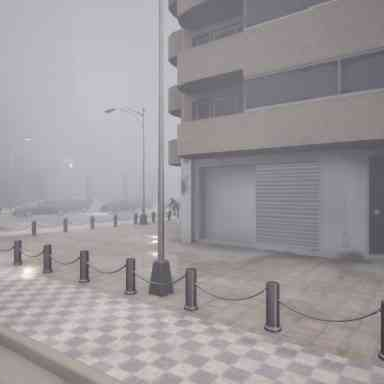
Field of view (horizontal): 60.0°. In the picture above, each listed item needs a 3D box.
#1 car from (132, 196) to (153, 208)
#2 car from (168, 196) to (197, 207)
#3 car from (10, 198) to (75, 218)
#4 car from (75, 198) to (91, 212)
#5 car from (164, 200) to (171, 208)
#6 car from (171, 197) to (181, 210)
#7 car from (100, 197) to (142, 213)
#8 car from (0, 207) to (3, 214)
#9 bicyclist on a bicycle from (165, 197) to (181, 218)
[{"bbox_3d":[-7.229,1.296,43.247,2.097,1.767,4.553,0,0,36],"label":"car"},{"bbox_3d":[-1.371,1.449,51.296,1.837,1.490,4.892,0,0,36],"label":"car"},{"bbox_3d":[-13.202,1.436,29.059,2.128,1.511,4.902,0,0,36],"label":"car"},{"bbox_3d":[-13.097,1.449,35.165,1.837,1.490,4.892,0,0,36],"label":"car"},{"bbox_3d":[-2.111,1.508,44.344,1.994,1.385,4.181,0,0,36],"label":"car"},{"bbox_3d":[-0.144,1.470,40.766,1.812,1.442,4.674,0,0,36],"label":"car"},{"bbox_3d":[-7.969,1.508,36.275,1.994,1.385,4.181,0,0,36],"label":"car"},{"bbox_3d":[-18.581,1.545,27.626,1.895,1.301,4.718,0,0,36],"label":"car"},{"bbox_3d":[-1.503,1.246,26.483,1.656,1.620,0.582,0,0,36],"label":"bicyclist on a bicycle"}]
